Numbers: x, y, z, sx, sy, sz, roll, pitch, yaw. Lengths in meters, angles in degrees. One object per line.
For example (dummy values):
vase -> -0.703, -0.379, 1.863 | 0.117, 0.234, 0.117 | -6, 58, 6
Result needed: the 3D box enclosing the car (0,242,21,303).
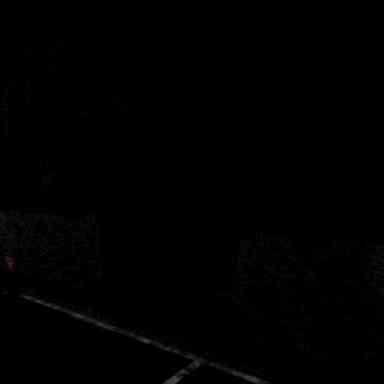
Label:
car -> -5.298, 1.352, 6.707 | 4.097, 1.590, 1.967 | 1, 1, 35
